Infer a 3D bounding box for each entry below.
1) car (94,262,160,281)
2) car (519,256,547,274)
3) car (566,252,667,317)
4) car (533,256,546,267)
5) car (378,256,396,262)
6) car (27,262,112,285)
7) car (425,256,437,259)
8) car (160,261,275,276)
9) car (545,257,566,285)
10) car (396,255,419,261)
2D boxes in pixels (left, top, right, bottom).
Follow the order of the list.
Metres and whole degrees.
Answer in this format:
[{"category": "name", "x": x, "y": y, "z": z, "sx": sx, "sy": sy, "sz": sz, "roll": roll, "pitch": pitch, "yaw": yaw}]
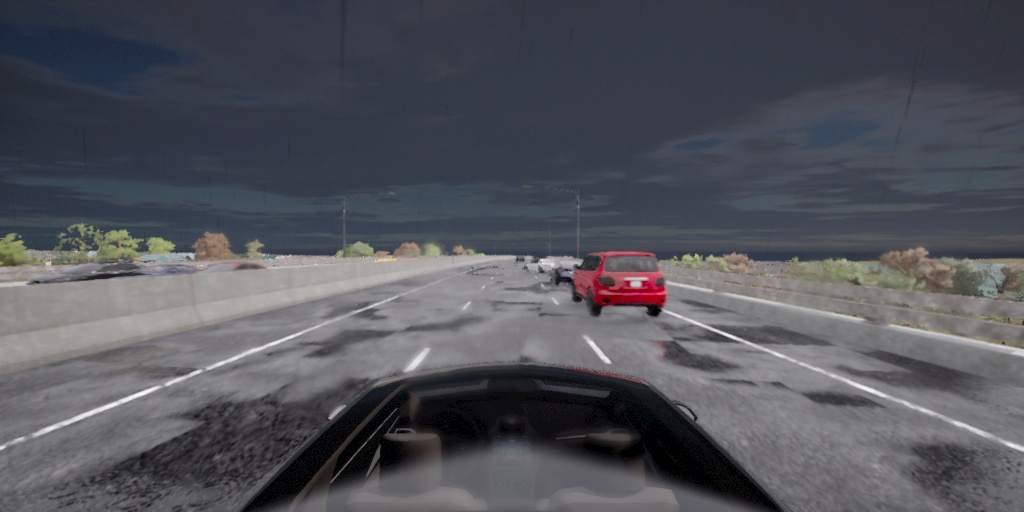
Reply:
[{"category": "car", "x": -17.506, "y": 1.129, "z": 18.089, "sx": 1.994, "sy": 1.385, "sz": 4.181, "roll": 0, "pitch": 1, "yaw": 1}, {"category": "car", "x": 2.897, "y": 0.980, "z": 36.042, "sx": 1.812, "sy": 1.442, "sz": 4.674, "roll": 0, "pitch": 0, "yaw": -26}, {"category": "car", "x": 3.531, "y": 0.864, "z": 12.855, "sx": 2.150, "sy": 2.045, "sz": 5.566, "roll": 0, "pitch": 1, "yaw": 0}, {"category": "car", "x": 4.353, "y": 0.824, "z": 56.509, "sx": 1.837, "sy": 1.490, "sz": 4.892, "roll": 0, "pitch": 0, "yaw": 2}, {"category": "car", "x": -20.120, "y": 0.744, "z": 58.444, "sx": 1.882, "sy": 1.535, "sz": 5.008, "roll": 0, "pitch": 0, "yaw": 2}, {"category": "car", "x": -21.003, "y": 1.063, "z": 18.322, "sx": 1.837, "sy": 1.490, "sz": 4.892, "roll": 0, "pitch": 0, "yaw": 1}, {"category": "car", "x": -13.127, "y": 0.780, "z": 58.213, "sx": 1.837, "sy": 1.490, "sz": 4.892, "roll": 0, "pitch": 0, "yaw": 2}, {"category": "car", "x": -14.009, "y": 1.050, "z": 17.881, "sx": 1.882, "sy": 1.535, "sz": 5.008, "roll": 0, "pitch": 1, "yaw": 1}, {"category": "car", "x": 3.632, "y": 1.051, "z": 23.781, "sx": 2.163, "sy": 1.488, "sz": 4.792, "roll": 0, "pitch": 0, "yaw": 1}, {"category": "car", "x": -16.625, "y": 0.628, "z": 58.405, "sx": 2.097, "sy": 1.767, "sz": 4.553, "roll": 0, "pitch": 0, "yaw": 2}]
